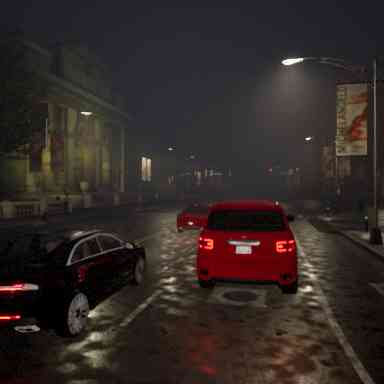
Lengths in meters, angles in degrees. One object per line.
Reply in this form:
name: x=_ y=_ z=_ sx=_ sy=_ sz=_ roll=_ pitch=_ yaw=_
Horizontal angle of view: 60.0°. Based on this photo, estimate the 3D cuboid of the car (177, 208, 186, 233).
car: x=0.573 y=1.476 z=19.607 sx=1.882 sy=1.535 sz=5.008 roll=0 pitch=0 yaw=15

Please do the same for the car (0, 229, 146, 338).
car: x=-2.392 y=1.487 z=6.696 sx=2.128 sy=1.511 sz=4.902 roll=0 pitch=0 yaw=10

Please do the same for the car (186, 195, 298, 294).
car: x=1.602 y=1.220 z=9.084 sx=2.150 sy=2.045 sz=5.566 roll=0 pitch=0 yaw=13

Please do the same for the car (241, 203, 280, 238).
car: x=3.962 y=1.476 z=18.744 sx=1.882 sy=1.535 sz=5.008 roll=0 pitch=0 yaw=14
